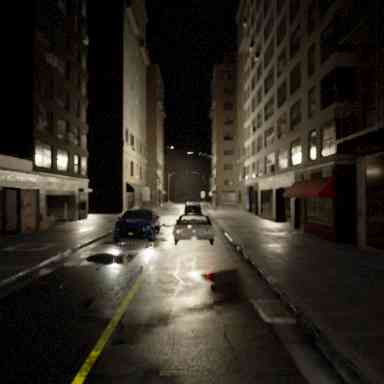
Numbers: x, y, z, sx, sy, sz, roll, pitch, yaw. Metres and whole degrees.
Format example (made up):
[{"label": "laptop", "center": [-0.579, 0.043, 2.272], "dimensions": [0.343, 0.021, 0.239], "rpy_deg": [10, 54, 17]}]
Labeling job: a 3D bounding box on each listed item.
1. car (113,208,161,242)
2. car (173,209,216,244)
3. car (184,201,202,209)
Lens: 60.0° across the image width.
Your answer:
[{"label": "car", "center": [-2.747, 1.617, 17.399], "dimensions": [1.882, 1.535, 5.008], "rpy_deg": [0, 0, 0]}, {"label": "car", "center": [0.093, 1.731, 16.487], "dimensions": [1.895, 1.301, 4.718], "rpy_deg": [0, 0, 0]}, {"label": "car", "center": [0.099, 1.796, 37.437], "dimensions": [2.128, 1.511, 4.902], "rpy_deg": [0, -1, 0]}]
